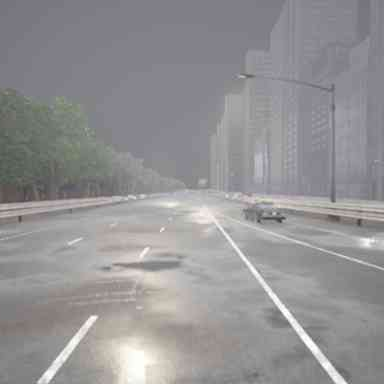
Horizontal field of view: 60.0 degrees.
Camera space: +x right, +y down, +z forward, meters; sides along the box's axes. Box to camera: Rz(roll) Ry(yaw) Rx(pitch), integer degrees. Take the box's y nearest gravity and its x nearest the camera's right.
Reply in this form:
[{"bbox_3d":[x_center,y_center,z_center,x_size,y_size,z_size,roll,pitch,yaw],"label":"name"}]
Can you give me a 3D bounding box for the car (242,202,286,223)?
[{"bbox_3d":[5.193,1.476,24.597,2.033,1.411,5.357,0,0,-6],"label":"car"}]
